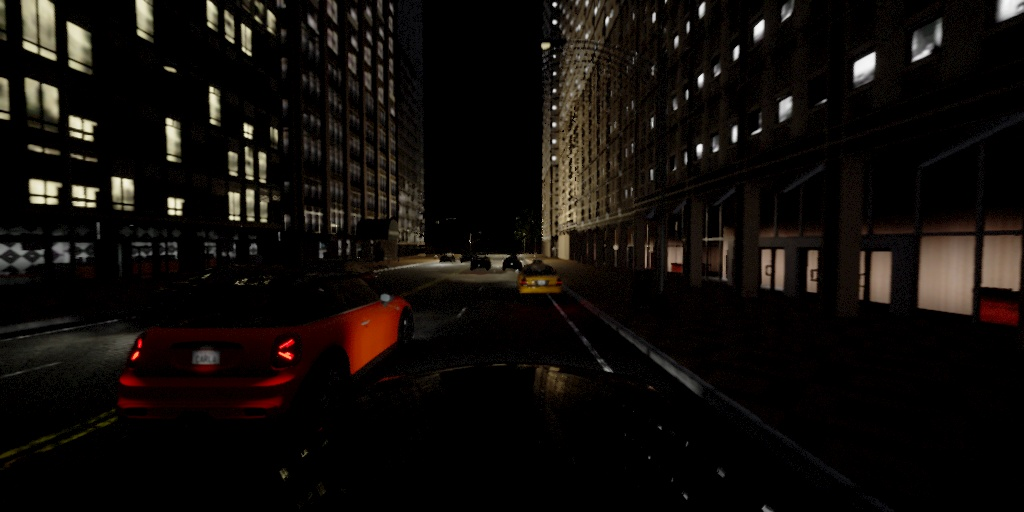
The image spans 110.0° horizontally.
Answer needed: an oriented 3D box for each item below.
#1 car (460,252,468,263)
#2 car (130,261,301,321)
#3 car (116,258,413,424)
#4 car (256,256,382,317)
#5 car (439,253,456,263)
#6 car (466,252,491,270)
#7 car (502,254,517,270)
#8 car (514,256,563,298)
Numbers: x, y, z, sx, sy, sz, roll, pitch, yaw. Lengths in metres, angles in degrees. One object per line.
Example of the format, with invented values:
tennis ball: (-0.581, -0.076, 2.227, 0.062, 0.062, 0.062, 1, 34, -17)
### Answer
car: (-6.570, 0.185, 54.174, 2.097, 1.767, 4.553, 0, 1, 0)
car: (-9.848, 1.040, 12.633, 1.882, 1.535, 5.008, 0, 1, 0)
car: (-3.150, 1.031, 5.817, 2.097, 1.767, 4.553, 0, 1, 0)
car: (-6.598, 0.908, 13.008, 2.097, 1.767, 4.553, 0, 1, 0)
car: (-9.806, 0.315, 54.675, 2.128, 1.511, 4.902, 0, 1, 1)
car: (-3.157, 0.631, 36.963, 2.128, 1.511, 4.902, 0, 1, 0)
car: (0.008, 0.705, 36.871, 1.994, 1.385, 4.181, 0, 1, 1)
car: (1.135, 0.955, 16.289, 1.801, 1.575, 5.366, 0, 1, 0)
